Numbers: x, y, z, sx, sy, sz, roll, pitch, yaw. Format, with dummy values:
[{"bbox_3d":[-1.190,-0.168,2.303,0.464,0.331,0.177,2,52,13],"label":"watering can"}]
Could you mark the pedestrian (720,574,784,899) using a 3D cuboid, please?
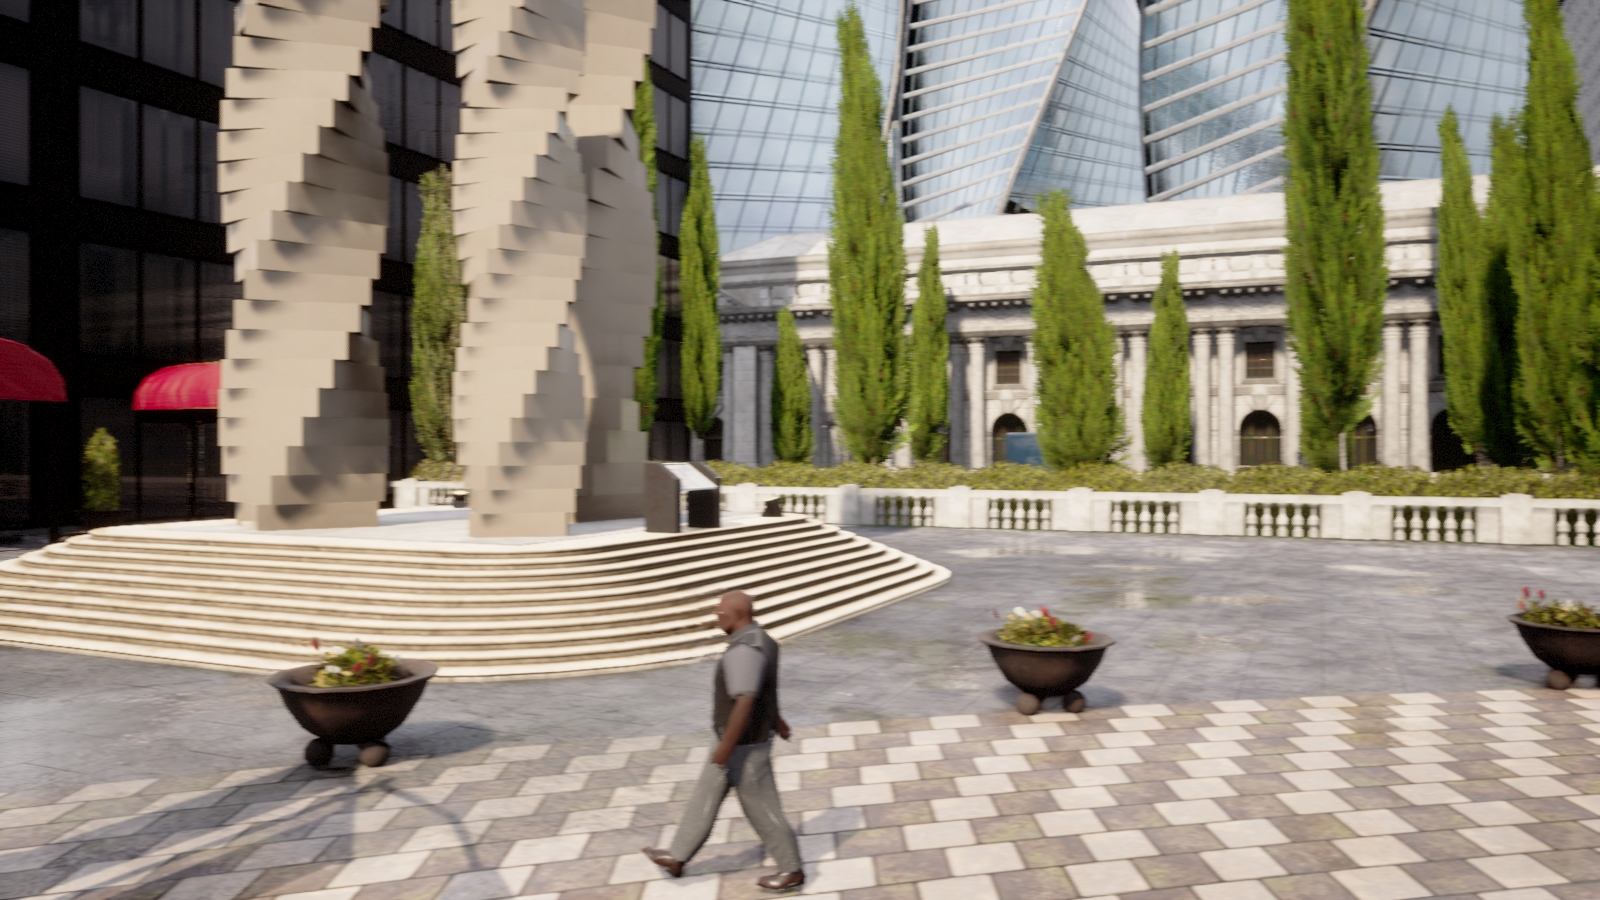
[{"bbox_3d":[-0.285,1.690,6.827,0.375,1.860,0.375,0,0,-2],"label":"pedestrian"}]
